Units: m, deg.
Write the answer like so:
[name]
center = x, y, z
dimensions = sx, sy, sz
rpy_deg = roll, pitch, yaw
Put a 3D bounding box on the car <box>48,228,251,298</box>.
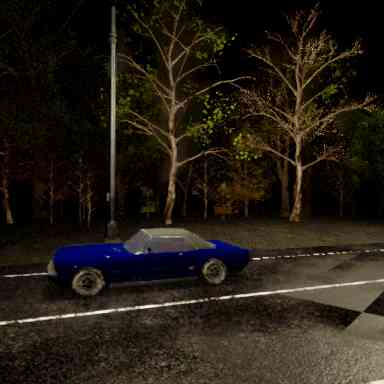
[car]
center = -1.040, 1.606, 8.338
dimensions = 4.718, 1.301, 1.895
rpy_deg = 0, 0, -19
